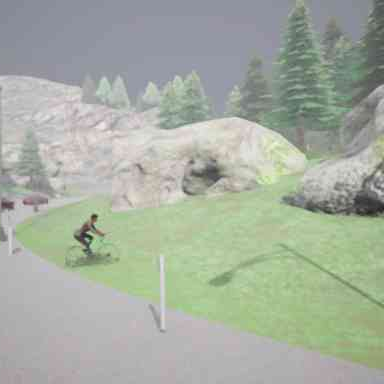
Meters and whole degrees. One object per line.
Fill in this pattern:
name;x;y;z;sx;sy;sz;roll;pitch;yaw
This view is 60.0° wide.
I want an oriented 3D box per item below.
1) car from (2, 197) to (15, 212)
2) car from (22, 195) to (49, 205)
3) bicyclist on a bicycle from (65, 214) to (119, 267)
car;-20.629;1.259;35.437;1.882;1.535;5.008;0;1;-8
car;-21.539;1.073;45.941;1.994;1.385;4.181;0;2;3
bicyclist on a bicycle;-3.099;1.498;10.230;1.656;1.620;0.582;-4;2;-4
